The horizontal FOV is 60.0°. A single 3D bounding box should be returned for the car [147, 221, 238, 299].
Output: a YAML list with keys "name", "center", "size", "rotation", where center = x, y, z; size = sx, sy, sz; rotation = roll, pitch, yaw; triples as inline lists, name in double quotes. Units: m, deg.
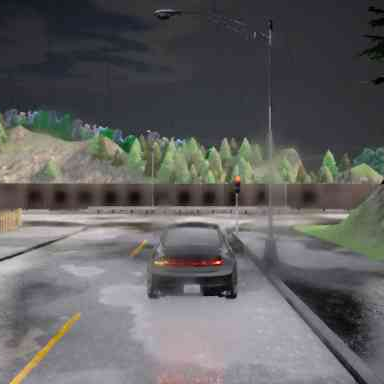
- name: "car"
  center: [0.025, 1.502, 8.429]
  size: [1.837, 1.490, 4.892]
  rotation: [0, 0, 1]
